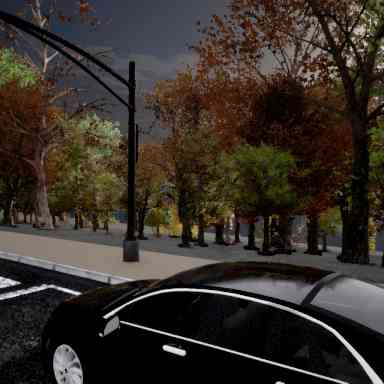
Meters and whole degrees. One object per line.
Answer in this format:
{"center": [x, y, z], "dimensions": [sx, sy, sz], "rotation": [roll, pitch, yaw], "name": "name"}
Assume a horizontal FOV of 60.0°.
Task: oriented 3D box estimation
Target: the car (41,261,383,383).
{"center": [0.398, 1.505, 3.391], "dimensions": [4.892, 1.490, 1.837], "rotation": [0, 0, 36], "name": "car"}
